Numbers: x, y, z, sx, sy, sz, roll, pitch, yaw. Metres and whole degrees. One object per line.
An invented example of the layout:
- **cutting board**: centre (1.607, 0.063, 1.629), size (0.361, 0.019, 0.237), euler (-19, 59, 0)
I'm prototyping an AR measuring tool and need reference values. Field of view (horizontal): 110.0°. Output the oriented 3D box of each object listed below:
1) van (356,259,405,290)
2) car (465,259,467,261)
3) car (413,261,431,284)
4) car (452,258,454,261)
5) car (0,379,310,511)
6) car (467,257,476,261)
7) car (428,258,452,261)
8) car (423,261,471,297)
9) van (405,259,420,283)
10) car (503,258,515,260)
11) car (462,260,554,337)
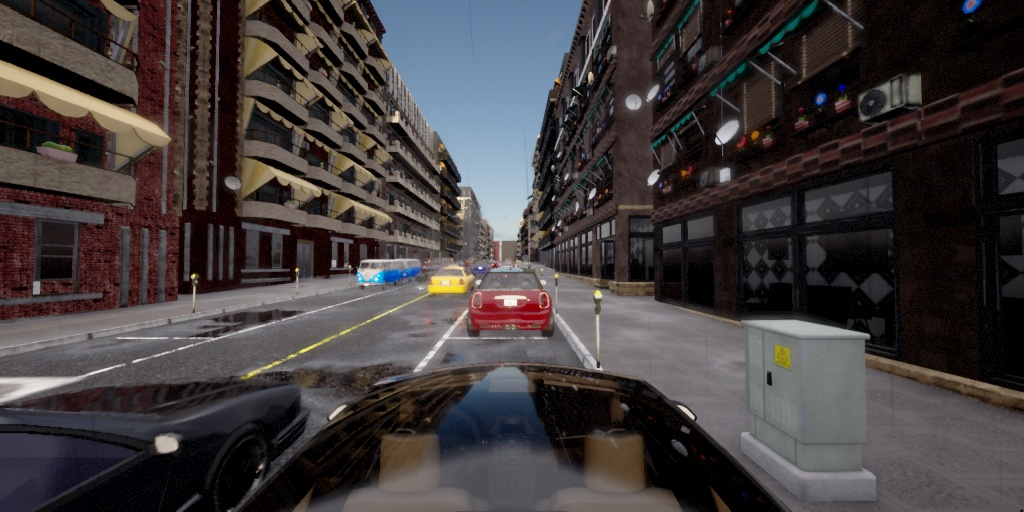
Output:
- **van**: centre (-8.335, 1.108, 22.603), size (1.690, 1.789, 3.998), euler (0, 0, 0)
- **car**: centre (-8.335, 1.410, 55.786), size (1.948, 1.339, 4.313), euler (0, 0, 0)
- **car**: centre (-5.867, 1.340, 27.509), size (1.994, 1.385, 4.181), euler (0, 0, 0)
- **car**: centre (-8.335, 1.128, 44.724), size (2.192, 1.841, 5.009), euler (0, 0, 0)
- **car**: centre (-2.927, 1.297, 1.064), size (2.033, 1.411, 5.357), euler (0, 0, 0)
- **car**: centre (-2.925, 1.144, 35.464), size (2.097, 1.767, 4.553), euler (0, 0, 0)
- **car**: centre (-8.335, 1.115, 39.194), size (2.192, 1.841, 5.009), euler (0, 0, 0)
- **car**: centre (-3.020, 1.218, 18.865), size (1.801, 1.575, 5.366), euler (0, 0, 0)
- **van**: centre (-8.335, 1.118, 28.134), size (1.690, 1.789, 3.998), euler (0, 0, 0)
- **car**: centre (-0.445, 1.240, 39.134), size (1.967, 1.591, 4.097), euler (0, 0, 0)
- **car**: centre (-0.033, 1.108, 10.473), size (2.097, 1.767, 4.553), euler (0, 0, 0)
